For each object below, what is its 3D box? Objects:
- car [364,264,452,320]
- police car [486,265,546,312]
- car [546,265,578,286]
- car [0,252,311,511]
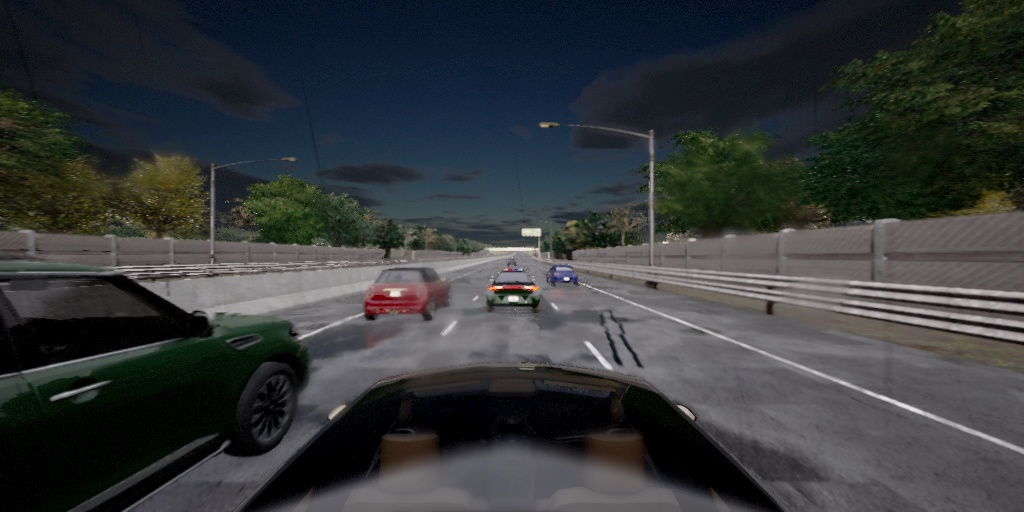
[{"bbox_3d":[-3.498,1.147,12.894,2.097,1.767,4.553,0,0,0],"label":"car"},{"bbox_3d":[0.039,1.304,14.689,2.038,1.542,4.974,0,0,0],"label":"police car"},{"bbox_3d":[3.605,1.364,26.003,1.812,1.442,4.674,0,0,0],"label":"car"},{"bbox_3d":[-3.501,0.972,1.955,2.150,2.045,5.566,0,0,0],"label":"car"}]
